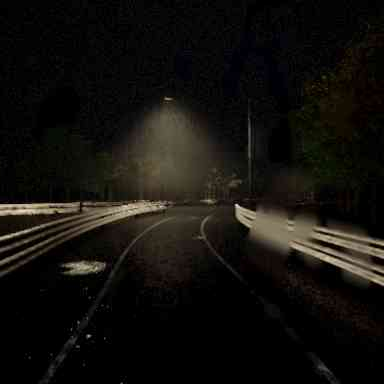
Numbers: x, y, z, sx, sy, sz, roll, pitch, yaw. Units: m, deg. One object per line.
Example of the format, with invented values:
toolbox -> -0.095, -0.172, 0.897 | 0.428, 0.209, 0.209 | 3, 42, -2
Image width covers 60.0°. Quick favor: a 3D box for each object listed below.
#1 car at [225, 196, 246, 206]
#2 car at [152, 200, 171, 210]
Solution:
car -> 8.769, 1.782, 66.477 | 2.150, 2.045, 5.566 | -1, -1, 40
car -> -5.135, 1.926, 49.851 | 1.812, 1.442, 4.674 | -1, -1, 40
